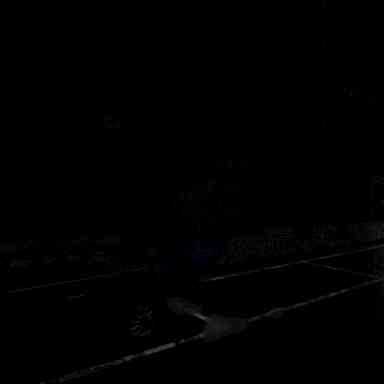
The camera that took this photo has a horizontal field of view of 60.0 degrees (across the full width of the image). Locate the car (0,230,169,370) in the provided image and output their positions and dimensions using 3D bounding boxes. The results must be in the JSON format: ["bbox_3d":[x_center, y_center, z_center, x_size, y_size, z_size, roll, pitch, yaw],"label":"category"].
[{"bbox_3d":[-2.455,1.440,4.784,4.097,1.590,1.967,0,0,-35],"label":"car"}]
